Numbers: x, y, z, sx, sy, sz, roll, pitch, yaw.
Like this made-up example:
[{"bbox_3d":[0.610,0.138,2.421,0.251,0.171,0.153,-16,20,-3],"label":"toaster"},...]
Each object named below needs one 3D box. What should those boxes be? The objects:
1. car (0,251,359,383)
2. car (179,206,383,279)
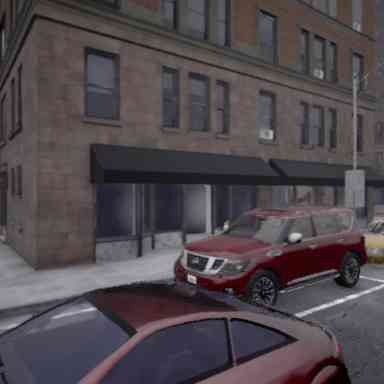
[{"bbox_3d":[-0.586,1.560,2.648,4.181,1.385,1.994,0,0,-35],"label":"car"},{"bbox_3d":[2.042,1.294,7.656,5.009,1.841,2.192,0,0,-35],"label":"car"}]
